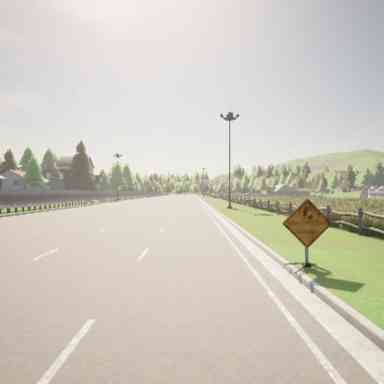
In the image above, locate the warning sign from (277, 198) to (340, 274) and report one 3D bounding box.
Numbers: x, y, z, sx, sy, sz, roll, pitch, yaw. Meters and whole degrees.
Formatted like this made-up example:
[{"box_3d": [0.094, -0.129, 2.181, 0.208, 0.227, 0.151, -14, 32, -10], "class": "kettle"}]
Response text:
[{"box_3d": [3.050, 1.112, 8.834, 1.300, 1.860, 1.060, 0, 0, 0], "class": "warning sign"}]
